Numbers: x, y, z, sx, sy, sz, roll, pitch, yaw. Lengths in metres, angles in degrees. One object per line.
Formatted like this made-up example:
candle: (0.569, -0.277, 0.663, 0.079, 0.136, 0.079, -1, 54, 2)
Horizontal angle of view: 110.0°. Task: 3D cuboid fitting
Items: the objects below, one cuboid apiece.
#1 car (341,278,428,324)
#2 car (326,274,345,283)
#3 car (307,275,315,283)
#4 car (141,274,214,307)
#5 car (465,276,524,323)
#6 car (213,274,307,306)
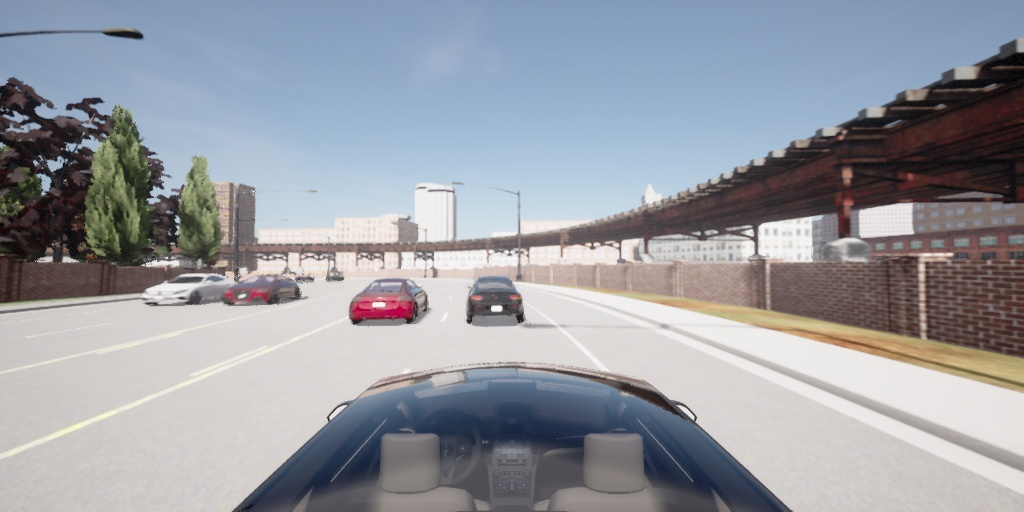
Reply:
car: (-4.185, 1.468, 12.713, 1.994, 1.385, 4.181, 0, -1, -6)
car: (-27.552, 3.449, 55.917, 1.895, 1.301, 4.718, 1, -3, -38)
car: (-32.400, 3.556, 56.224, 1.895, 1.301, 4.718, 1, -3, -43)
car: (-15.663, 1.605, 17.773, 1.812, 1.442, 4.674, 0, -2, -11)
car: (-0.690, 1.418, 12.742, 1.812, 1.442, 4.674, 0, -1, -6)
car: (-12.117, 1.621, 17.627, 1.994, 1.385, 4.181, 0, -2, -10)
